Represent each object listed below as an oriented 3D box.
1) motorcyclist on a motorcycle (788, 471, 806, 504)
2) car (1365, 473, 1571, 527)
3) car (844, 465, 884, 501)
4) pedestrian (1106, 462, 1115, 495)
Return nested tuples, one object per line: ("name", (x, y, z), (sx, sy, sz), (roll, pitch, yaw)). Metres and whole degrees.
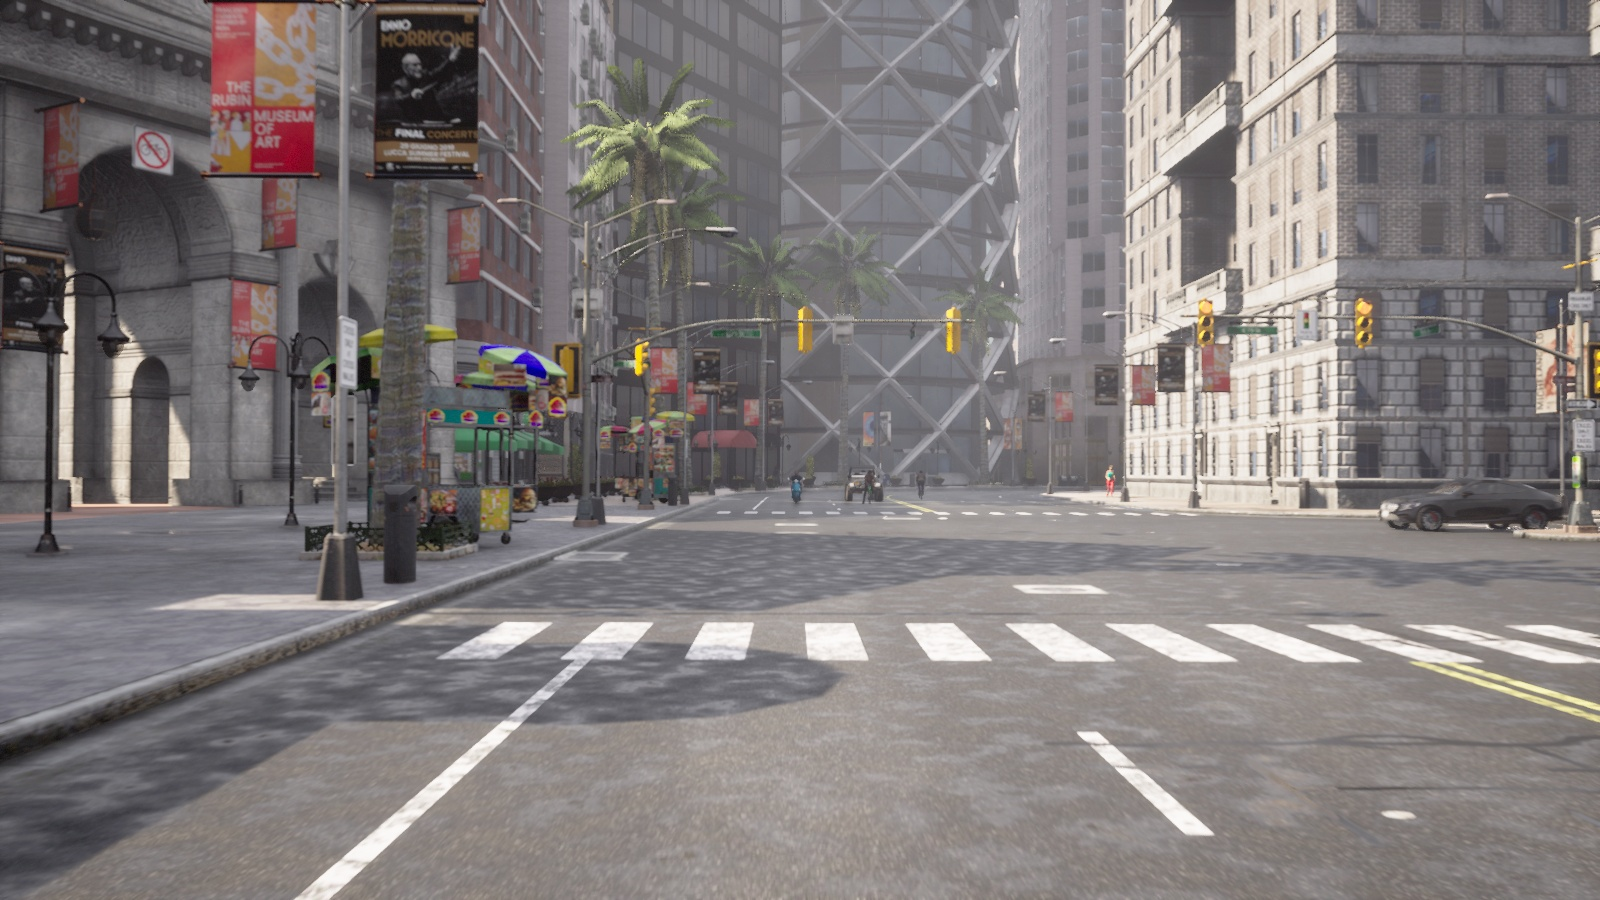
("motorcyclist on a motorcycle", (-0.171, 1.807, 61.575), (0.866, 1.590, 1.817), (0, -1, -1))
("car", (18.260, 1.349, 34.459), (4.674, 1.442, 1.812), (0, -1, -1))
("car", (3.342, 1.711, 66.095), (1.905, 1.878, 3.866), (0, -1, 0))
("pedestrian", (17.179, 1.575, 69.503), (0.345, 1.836, 0.594), (0, -1, 2))
